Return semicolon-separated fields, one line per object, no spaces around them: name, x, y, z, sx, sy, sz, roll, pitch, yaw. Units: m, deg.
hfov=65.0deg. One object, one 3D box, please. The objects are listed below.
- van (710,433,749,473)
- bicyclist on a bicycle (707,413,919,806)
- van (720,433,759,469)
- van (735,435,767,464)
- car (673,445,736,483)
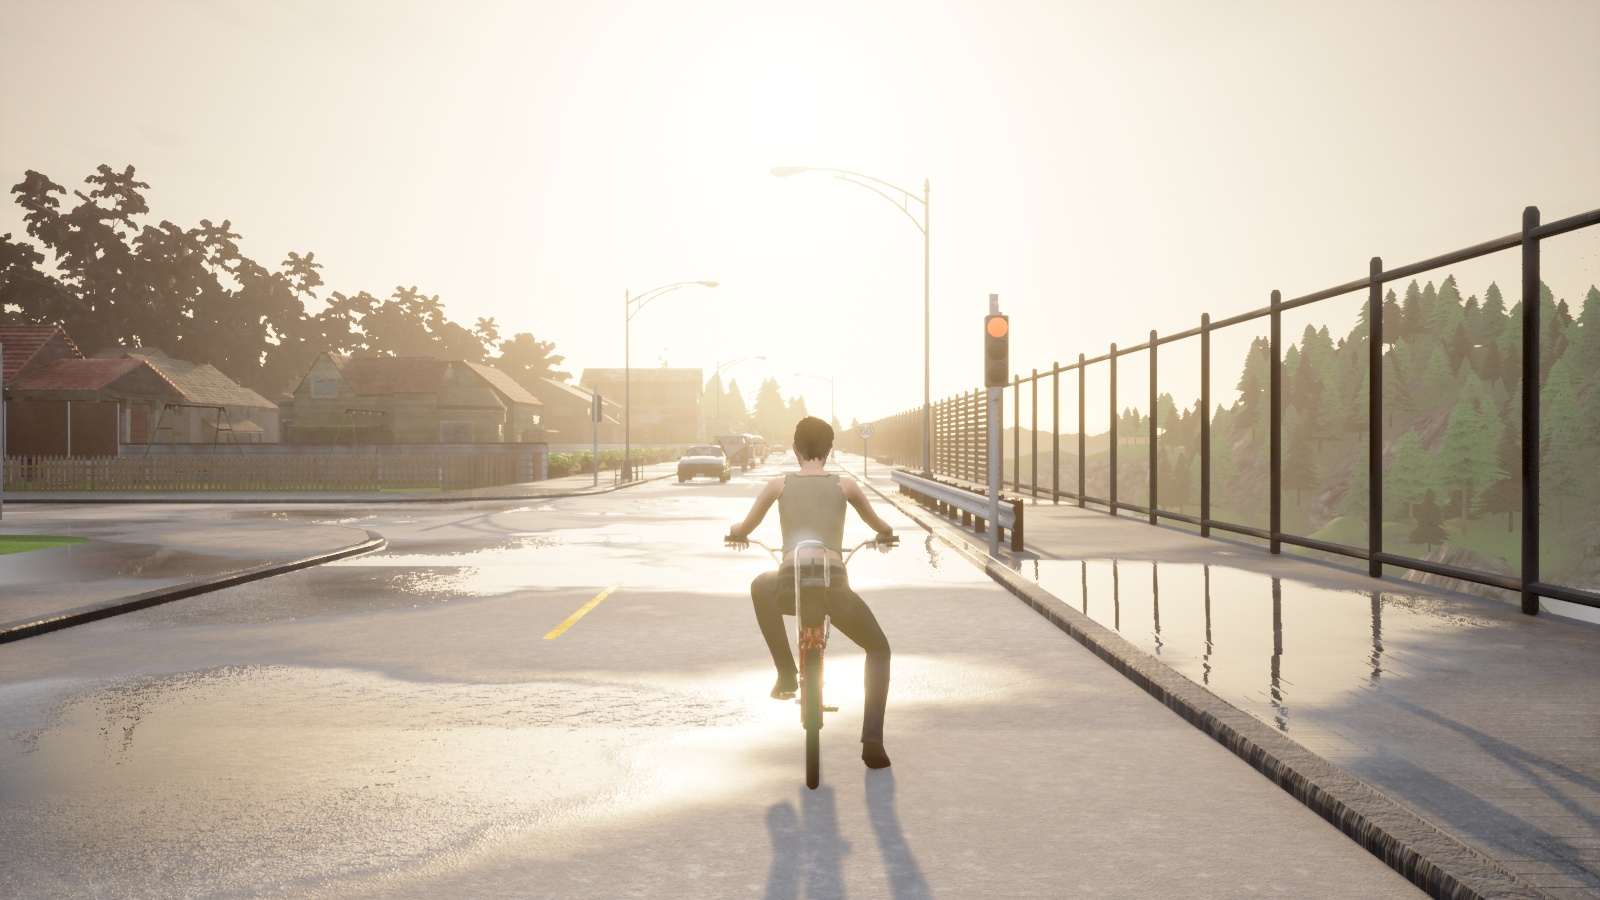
van;-3.597;0.131;64.813;1.775;1.987;4.442;0;0;0
bicyclist on a bicycle;0.056;0.650;5.898;0.866;1.612;1.509;0;0;0
van;-3.543;0.049;73.999;2.069;2.038;4.480;0;0;0
van;-3.455;-0.039;89.616;2.069;2.038;4.480;0;0;0
car;-3.690;0.513;49.200;2.033;1.411;5.357;0;0;0
